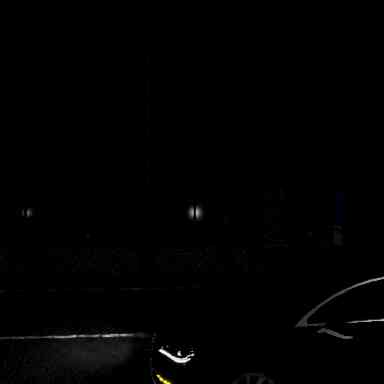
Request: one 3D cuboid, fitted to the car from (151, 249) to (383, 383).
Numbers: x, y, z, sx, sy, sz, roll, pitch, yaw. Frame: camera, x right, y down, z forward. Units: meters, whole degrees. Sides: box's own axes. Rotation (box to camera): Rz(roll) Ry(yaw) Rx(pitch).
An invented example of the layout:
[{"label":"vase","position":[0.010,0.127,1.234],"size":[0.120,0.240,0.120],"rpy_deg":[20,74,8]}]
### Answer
[{"label":"car","position":[1.967,1.505,3.978],"size":[4.892,1.490,1.837],"rpy_deg":[0,0,-3]}]
